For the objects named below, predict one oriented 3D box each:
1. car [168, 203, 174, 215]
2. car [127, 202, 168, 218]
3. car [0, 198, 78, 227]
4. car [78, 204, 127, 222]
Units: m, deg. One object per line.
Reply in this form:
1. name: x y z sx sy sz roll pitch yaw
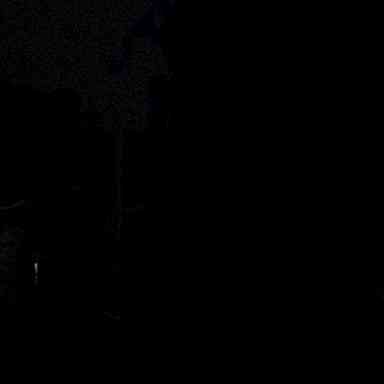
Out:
1. car: -1.521 1.798 36.182 1.947 1.339 4.313 0 -1 35
2. car: -4.751 1.678 31.641 1.752 1.417 4.829 0 -1 35
3. car: -10.913 1.317 22.977 2.192 1.841 5.009 0 -1 35
4. car: -7.784 1.660 27.376 1.802 1.307 4.206 0 -1 35
